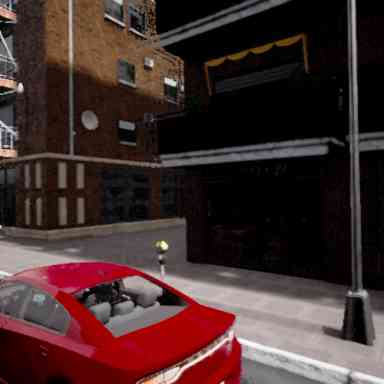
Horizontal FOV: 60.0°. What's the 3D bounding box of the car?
[{"bbox_3d":[-1.596,1.556,4.123,4.507,1.381,1.887,0,-1,36],"label":"car"}]
